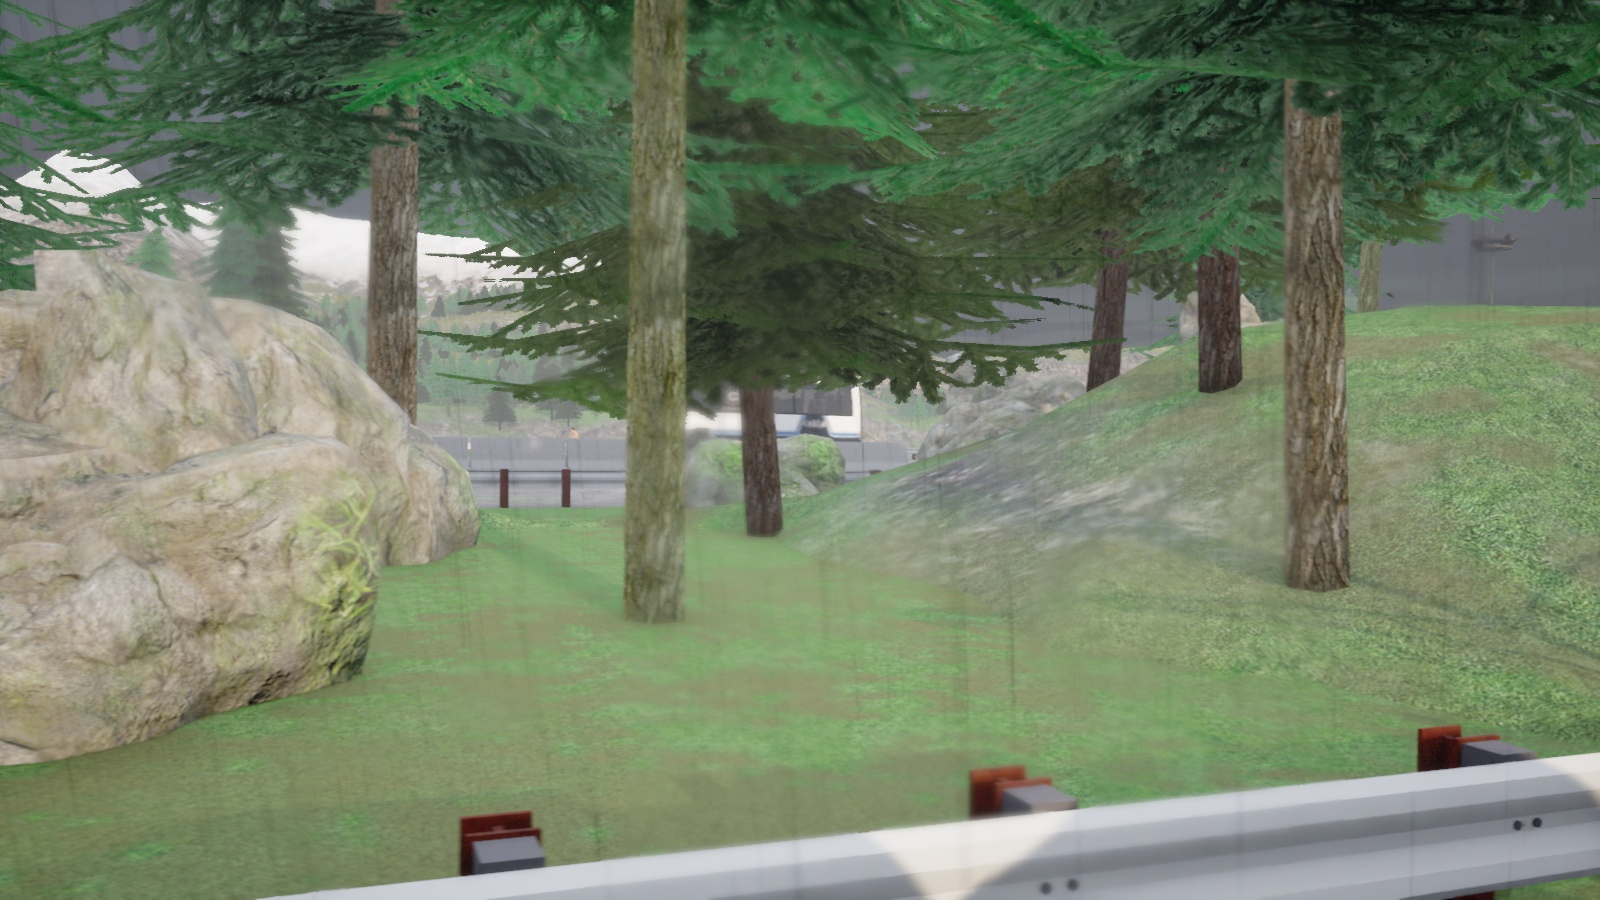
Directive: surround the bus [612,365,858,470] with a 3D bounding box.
[{"bbox_3d":[-2.748,-1.362,55.512,10.273,4.253,3.944,-1,0,-34],"label":"bus"}]
